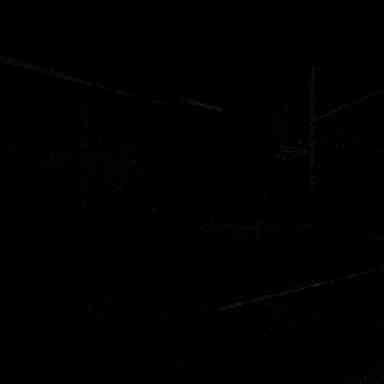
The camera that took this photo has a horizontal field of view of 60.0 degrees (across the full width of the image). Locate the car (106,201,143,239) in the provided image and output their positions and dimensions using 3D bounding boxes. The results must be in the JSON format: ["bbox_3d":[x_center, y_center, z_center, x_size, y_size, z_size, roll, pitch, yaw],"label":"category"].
[{"bbox_3d":[-4.324,1.448,18.358,1.905,1.878,3.866,1,0,-36],"label":"car"}]

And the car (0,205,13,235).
[{"bbox_3d":[-11.453,1.524,18.621,2.242,1.667,4.611,1,0,-36],"label":"car"}]
